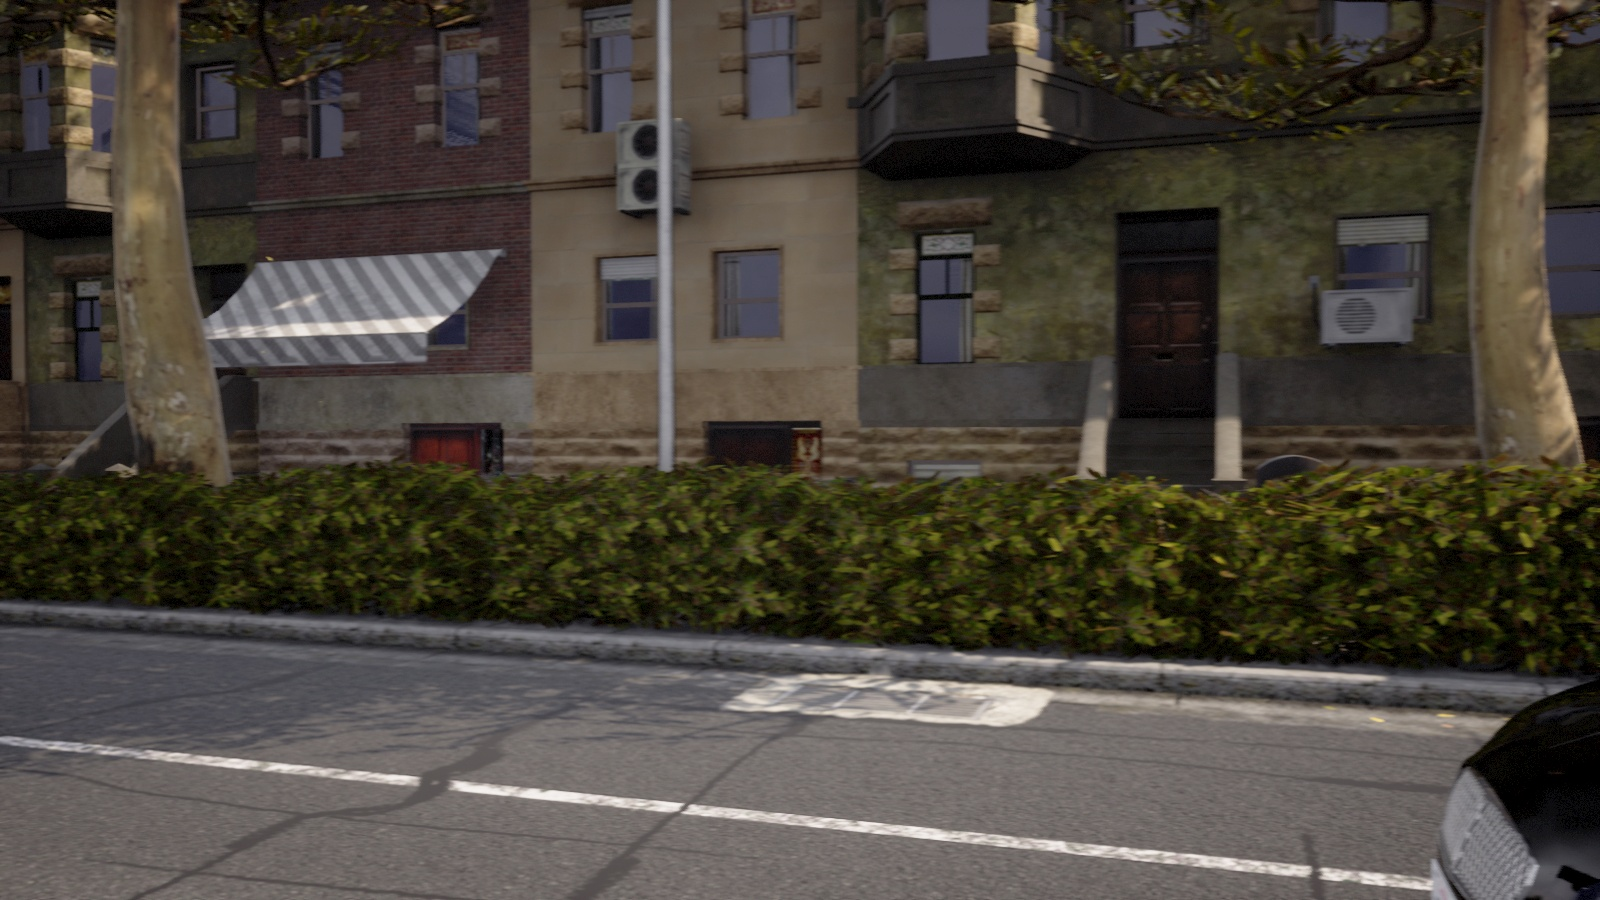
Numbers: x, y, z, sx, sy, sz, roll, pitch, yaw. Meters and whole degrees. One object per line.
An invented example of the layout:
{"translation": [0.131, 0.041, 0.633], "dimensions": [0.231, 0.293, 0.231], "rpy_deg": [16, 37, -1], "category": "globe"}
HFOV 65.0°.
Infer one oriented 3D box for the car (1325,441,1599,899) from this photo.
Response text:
{"translation": [3.571, 0.764, 1.991], "dimensions": [4.902, 1.511, 2.128], "rpy_deg": [1, 1, 19], "category": "car"}
